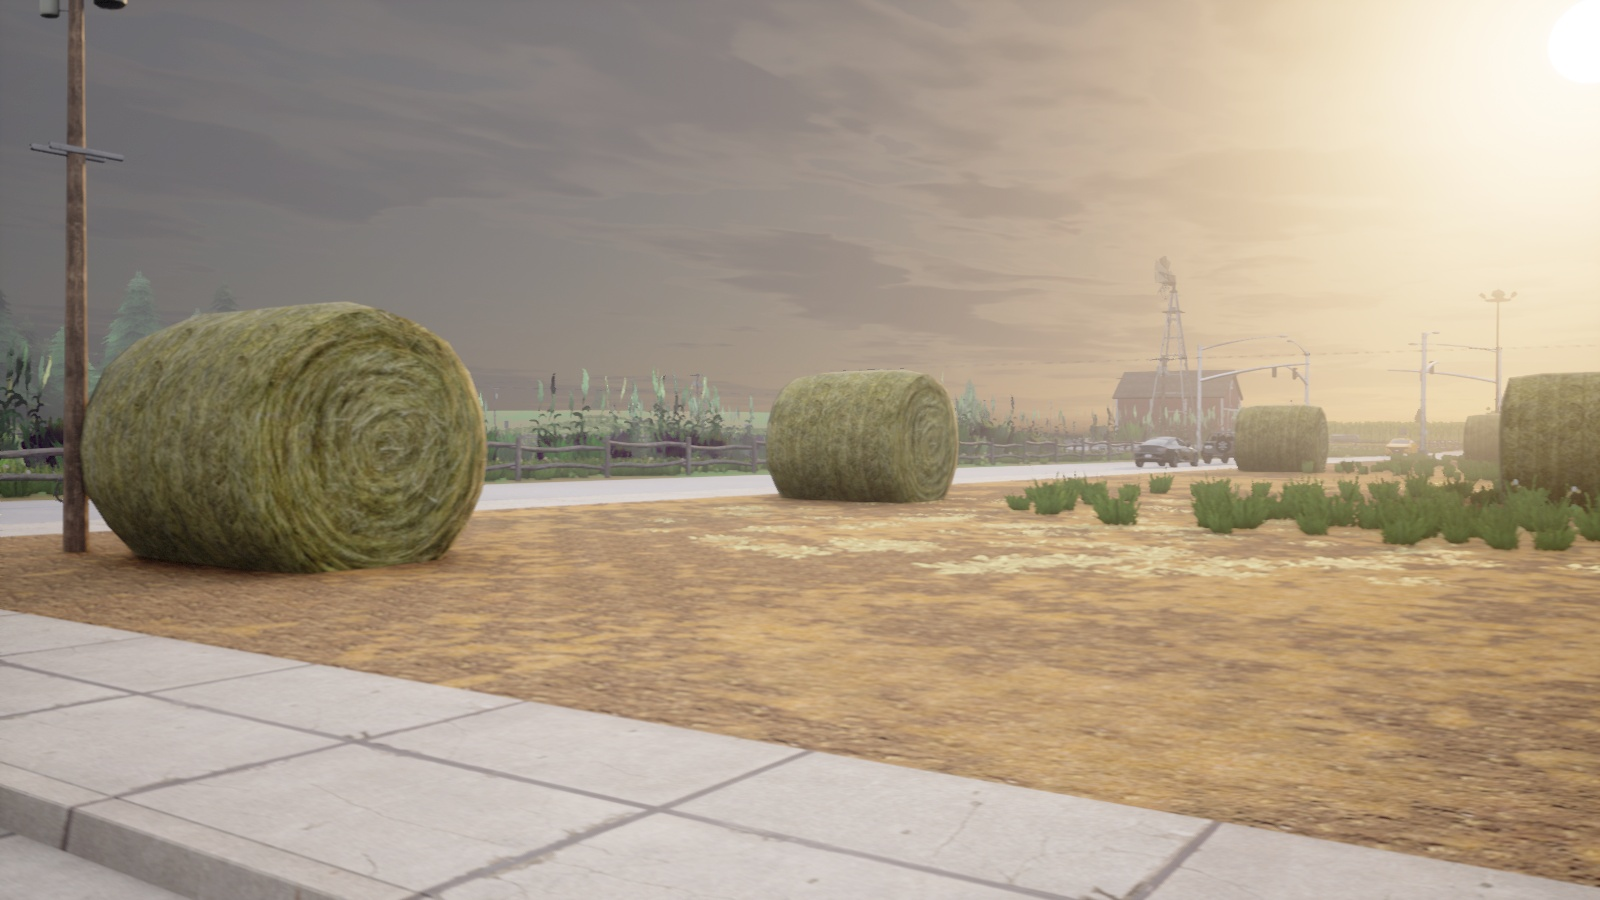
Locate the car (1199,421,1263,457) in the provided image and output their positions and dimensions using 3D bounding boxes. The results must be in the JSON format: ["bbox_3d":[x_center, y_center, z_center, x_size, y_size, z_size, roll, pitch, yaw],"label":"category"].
[{"bbox_3d":[23.080,-0.585,67.097,1.932,1.855,4.605,0,1,36],"label":"car"}]

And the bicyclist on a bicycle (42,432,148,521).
[{"bbox_3d":[-13.273,0.467,23.669,0.866,1.612,1.509,0,1,36],"label":"bicyclist on a bicycle"}]

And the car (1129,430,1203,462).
[{"bbox_3d":[17.321,-0.216,59.282,1.812,1.442,4.674,0,1,36],"label":"car"}]
